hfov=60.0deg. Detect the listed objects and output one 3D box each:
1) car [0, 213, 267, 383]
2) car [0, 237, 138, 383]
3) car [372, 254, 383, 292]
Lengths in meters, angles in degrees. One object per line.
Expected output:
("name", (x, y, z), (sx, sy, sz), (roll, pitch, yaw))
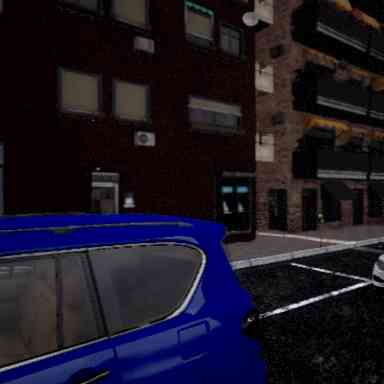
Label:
("car", (-1.992, 1.224, 1.964), (5.566, 2.045, 2.150), (0, 0, -36))
("car", (-3.152, 1.551, 4.316), (4.403, 1.369, 2.008), (0, 0, -35))
("car", (6.041, 1.507, 7.676), (4.674, 1.442, 1.812), (0, 0, -36))
